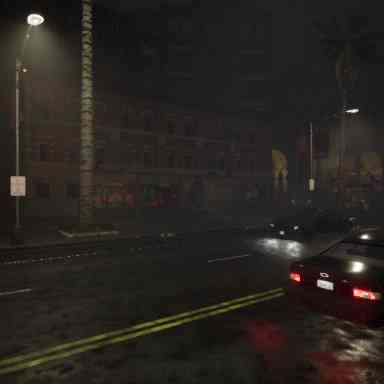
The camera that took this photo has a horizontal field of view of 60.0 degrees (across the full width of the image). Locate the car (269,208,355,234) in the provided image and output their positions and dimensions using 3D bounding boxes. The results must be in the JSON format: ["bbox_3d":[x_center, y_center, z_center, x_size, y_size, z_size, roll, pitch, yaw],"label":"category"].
[{"bbox_3d":[6.413,1.547,17.369,5.357,1.411,2.033,0,0,-36],"label":"car"}]

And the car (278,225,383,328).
[{"bbox_3d":[4.192,1.547,6.852,5.357,1.411,2.033,0,0,-36],"label":"car"}]
